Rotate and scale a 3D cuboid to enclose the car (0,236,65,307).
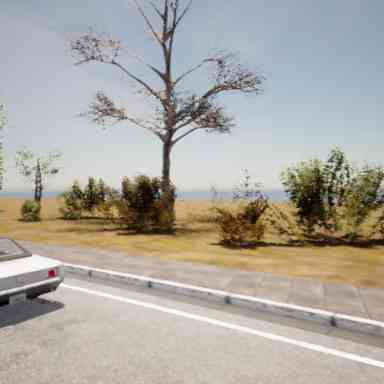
[{"bbox_3d":[-4.932,1.575,6.971,4.718,1.301,1.895,0,0,31],"label":"car"}]
